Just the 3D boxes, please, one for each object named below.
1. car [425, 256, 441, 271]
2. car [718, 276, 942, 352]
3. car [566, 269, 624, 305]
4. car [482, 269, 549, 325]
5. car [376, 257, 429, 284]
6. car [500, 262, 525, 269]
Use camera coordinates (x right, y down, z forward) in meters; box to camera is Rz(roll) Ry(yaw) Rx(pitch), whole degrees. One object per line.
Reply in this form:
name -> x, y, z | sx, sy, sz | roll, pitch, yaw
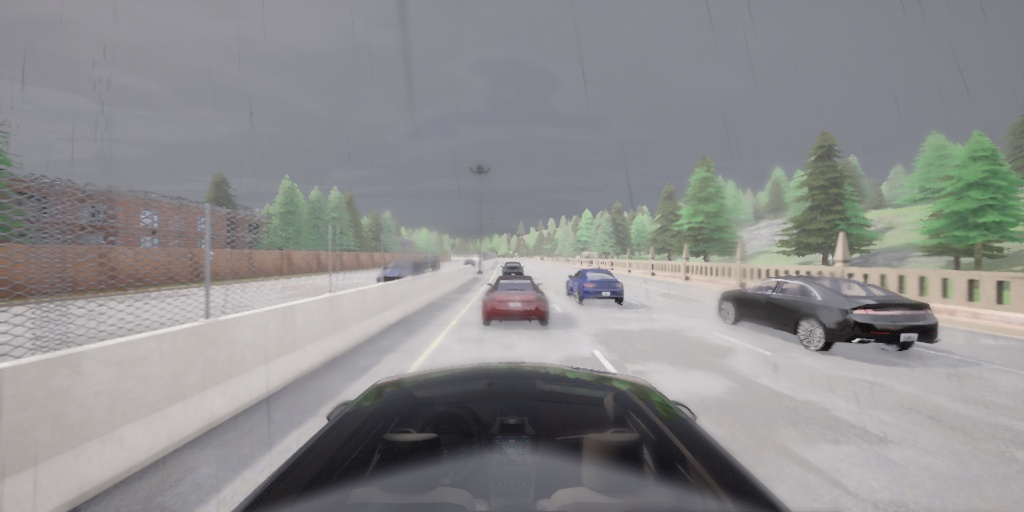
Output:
car -> -11.047, 0.976, 48.481 | 2.150, 2.045, 5.566 | 0, 0, -1
car -> 7.103, 1.242, 8.837 | 2.128, 1.511, 4.902 | 0, 0, 0
car -> 3.590, 1.276, 15.983 | 1.812, 1.442, 4.674 | 0, 0, 0
car -> 0.102, 1.314, 11.852 | 1.994, 1.385, 4.181 | 0, 0, 0
car -> -7.106, 1.102, 23.262 | 2.097, 1.767, 4.553 | 0, 0, 0
car -> 0.052, 1.256, 31.463 | 1.837, 1.490, 4.892 | 0, 0, -1
